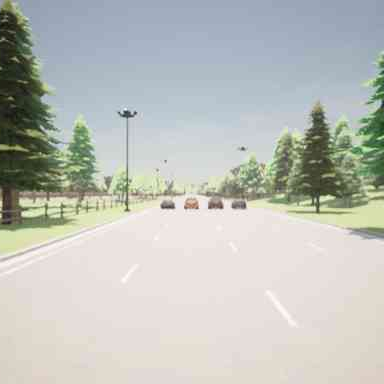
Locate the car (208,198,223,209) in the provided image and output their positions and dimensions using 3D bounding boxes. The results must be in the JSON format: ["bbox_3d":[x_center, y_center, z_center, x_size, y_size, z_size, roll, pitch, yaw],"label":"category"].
[{"bbox_3d":[3.450,1.616,49.587,2.097,1.767,4.553,0,0,0],"label":"car"}]

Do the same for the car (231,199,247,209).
[{"bbox_3d":[6.950,1.756,49.620,2.128,1.511,4.902,0,0,0],"label":"car"}]

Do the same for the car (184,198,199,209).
[{"bbox_3d":[-0.050,1.617,49.584,2.097,1.767,4.553,0,0,0],"label":"car"}]

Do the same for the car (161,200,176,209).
[{"bbox_3d":[-3.550,1.829,49.576,1.994,1.385,4.181,0,0,0],"label":"car"}]
